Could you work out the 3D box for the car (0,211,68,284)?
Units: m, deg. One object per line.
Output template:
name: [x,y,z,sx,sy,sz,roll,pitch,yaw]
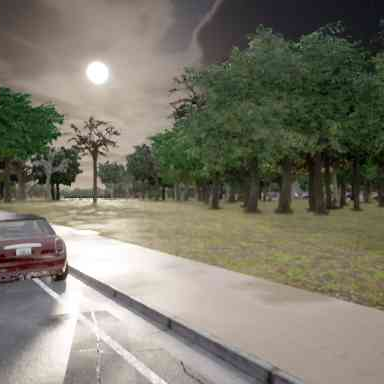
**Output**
car: [-5.045,1.340,9.052,2.097,1.767,4.553,0,0,-38]
